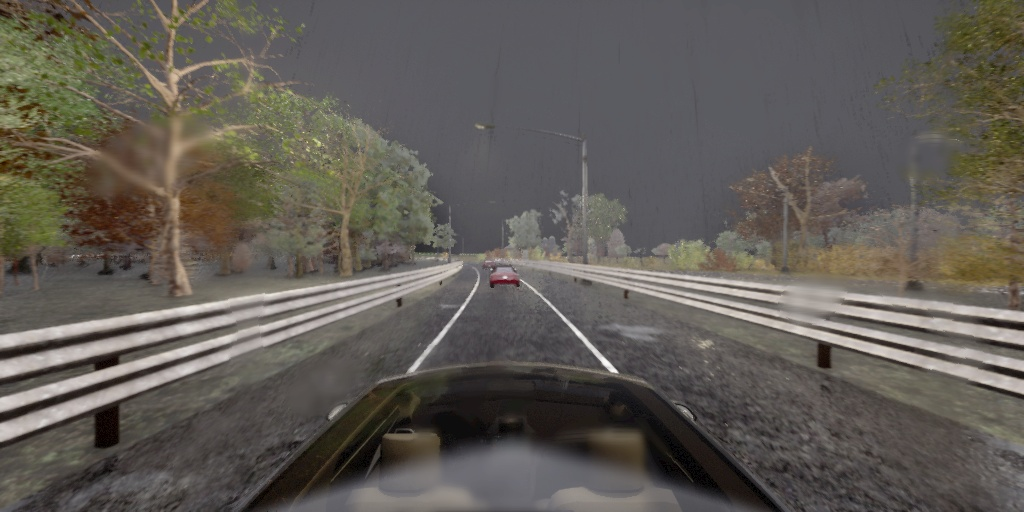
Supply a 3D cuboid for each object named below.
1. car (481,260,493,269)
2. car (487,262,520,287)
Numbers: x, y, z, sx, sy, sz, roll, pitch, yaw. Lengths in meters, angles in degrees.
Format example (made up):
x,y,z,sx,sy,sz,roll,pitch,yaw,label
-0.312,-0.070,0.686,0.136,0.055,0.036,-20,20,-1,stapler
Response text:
x,y,z,sx,sy,sz,roll,pitch,yaw,label
-3.638,1.262,54.715,1.812,1.442,4.674,0,0,-9,car
-0.576,1.322,24.868,1.994,1.385,4.181,0,0,-4,car
